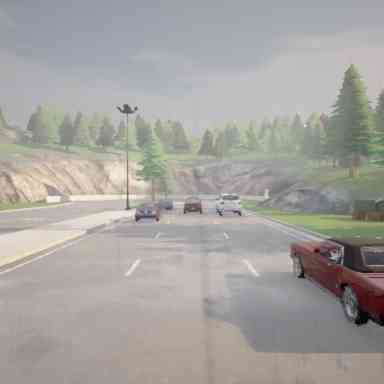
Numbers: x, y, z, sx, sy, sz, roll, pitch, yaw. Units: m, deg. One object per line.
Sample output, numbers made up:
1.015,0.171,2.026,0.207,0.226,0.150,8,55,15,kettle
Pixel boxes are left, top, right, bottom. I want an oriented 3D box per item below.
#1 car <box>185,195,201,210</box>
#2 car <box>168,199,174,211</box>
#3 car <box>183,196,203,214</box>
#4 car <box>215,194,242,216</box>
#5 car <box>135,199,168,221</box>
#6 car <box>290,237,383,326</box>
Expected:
0.197,1.352,44.517,2.097,1.767,4.553,0,0,1,car
-3.363,1.564,41.311,1.994,1.385,4.181,0,0,1,car
0.097,1.478,35.288,1.882,1.535,5.008,0,0,0,car
3.606,1.218,33.243,2.150,2.045,5.566,0,-1,0,car
-3.398,1.547,27.006,2.033,1.411,5.357,0,0,0,car
3.601,1.601,7.036,1.895,1.301,4.718,0,0,0,car
